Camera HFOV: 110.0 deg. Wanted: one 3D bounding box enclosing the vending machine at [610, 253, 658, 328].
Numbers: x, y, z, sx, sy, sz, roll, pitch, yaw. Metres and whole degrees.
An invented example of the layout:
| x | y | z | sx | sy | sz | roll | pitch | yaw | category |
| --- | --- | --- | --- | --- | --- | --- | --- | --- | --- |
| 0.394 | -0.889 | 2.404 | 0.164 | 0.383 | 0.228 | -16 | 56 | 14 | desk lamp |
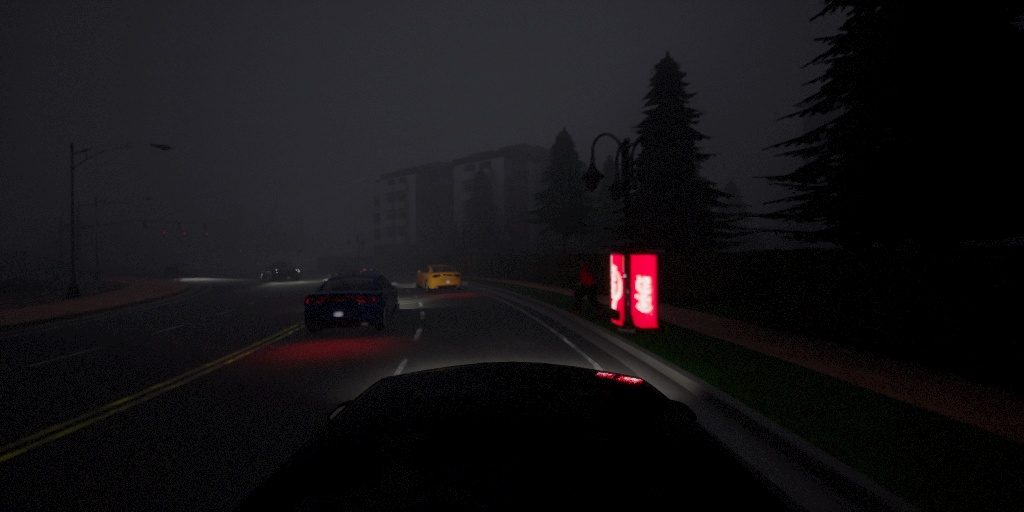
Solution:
| x | y | z | sx | sy | sz | roll | pitch | yaw | category |
| --- | --- | --- | --- | --- | --- | --- | --- | --- | --- |
| 3.249 | 0.906 | 9.589 | 1.100 | 2.100 | 0.880 | 0 | 0 | -9 | vending machine |

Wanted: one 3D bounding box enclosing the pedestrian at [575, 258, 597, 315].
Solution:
| x | y | z | sx | sy | sz | roll | pitch | yaw | category |
| --- | --- | --- | --- | --- | --- | --- | --- | --- | --- |
| 2.228 | 0.860 | 10.859 | 0.375 | 1.860 | 0.375 | -1 | 0 | -11 | pedestrian |

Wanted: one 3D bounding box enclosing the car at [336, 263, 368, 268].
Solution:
| x | y | z | sx | sy | sz | roll | pitch | yaw | category |
| --- | --- | --- | --- | --- | --- | --- | --- | --- | --- |
| -13.774 | 1.410 | 29.739 | 1.994 | 1.385 | 4.181 | -1 | 0 | -38 | car |

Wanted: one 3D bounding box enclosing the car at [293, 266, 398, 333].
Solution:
| x | y | z | sx | sy | sz | roll | pitch | yaw | category |
| --- | --- | --- | --- | --- | --- | --- | --- | --- | --- |
| -4.721 | 1.261 | 11.138 | 1.882 | 1.535 | 5.008 | 0 | 0 | -12 | car |

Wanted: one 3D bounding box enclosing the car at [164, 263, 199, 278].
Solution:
| x | y | z | sx | sy | sz | roll | pitch | yaw | category |
| --- | --- | --- | --- | --- | --- | --- | --- | --- | --- |
| -34.880 | 1.526 | 37.782 | 4.902 | 1.511 | 2.128 | -1 | 0 | 32 | car |

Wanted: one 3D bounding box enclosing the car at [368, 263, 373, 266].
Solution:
| x | y | z | sx | sy | sz | roll | pitch | yaw | category |
| --- | --- | --- | --- | --- | --- | --- | --- | --- | --- |
| -15.842 | 1.405 | 37.326 | 5.357 | 1.411 | 2.033 | 0 | 0 | 42 | car |

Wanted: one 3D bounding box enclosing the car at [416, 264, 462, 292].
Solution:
| x | y | z | sx | sy | sz | roll | pitch | yaw | category |
| --- | --- | --- | --- | --- | --- | --- | --- | --- | --- |
| -4.501 | 1.248 | 21.567 | 1.882 | 1.535 | 5.008 | 0 | 0 | -25 | car |

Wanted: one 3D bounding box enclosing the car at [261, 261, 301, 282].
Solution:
| x | y | z | sx | sy | sz | roll | pitch | yaw | category |
| --- | --- | --- | --- | --- | --- | --- | --- | --- | --- |
| -20.109 | 1.254 | 31.212 | 4.553 | 1.767 | 2.097 | 0 | 0 | 43 | car |
